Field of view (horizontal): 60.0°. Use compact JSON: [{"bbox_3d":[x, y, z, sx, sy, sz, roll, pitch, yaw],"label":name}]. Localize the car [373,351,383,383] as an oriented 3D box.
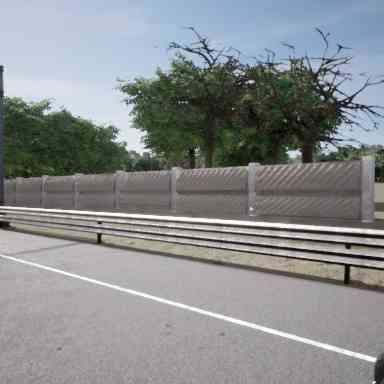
[{"bbox_3d":[3.444,1.526,1.518,4.674,1.442,1.812,0,0,39],"label":"car"}]
